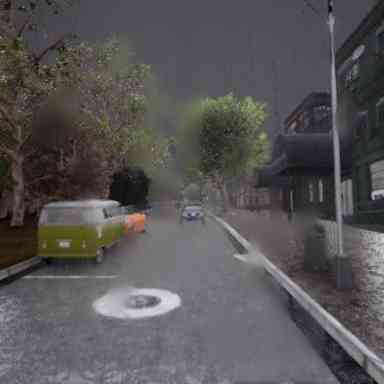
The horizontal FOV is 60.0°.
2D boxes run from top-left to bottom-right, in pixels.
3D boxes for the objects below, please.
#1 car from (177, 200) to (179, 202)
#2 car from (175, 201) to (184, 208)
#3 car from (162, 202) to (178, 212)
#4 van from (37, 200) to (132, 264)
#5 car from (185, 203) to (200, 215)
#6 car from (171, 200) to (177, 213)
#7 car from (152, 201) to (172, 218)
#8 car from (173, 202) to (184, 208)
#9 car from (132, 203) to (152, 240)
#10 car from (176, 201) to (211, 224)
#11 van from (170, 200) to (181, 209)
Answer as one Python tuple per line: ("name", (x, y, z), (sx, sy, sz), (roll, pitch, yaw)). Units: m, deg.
("car", (-3.658, 2.334, 50.723), (2.097, 1.535, 5.008), (0, -1, 2))
("car", (-3.427, 3.265, 90.086), (2.185, 1.767, 4.553), (-1, -1, 2))
("car", (-3.663, 2.530, 56.327), (2.163, 1.488, 4.792), (0, -1, 2))
("van", (-3.653, 1.287, 11.904), (1.878, 1.987, 4.442), (0, 0, 2))
("car", (0.088, 2.147, 42.898), (1.812, 1.442, 4.674), (0, -2, 0))
("car", (-3.650, 2.169, 45.165), (2.097, 1.535, 5.008), (1, -2, 2))
("car", (-3.645, 1.868, 34.060), (2.163, 1.488, 4.792), (1, -2, 2))
("car", (-3.426, 3.259, 84.375), (2.231, 1.521, 4.892), (0, -1, 2))
("car", (-3.660, 1.401, 17.326), (2.185, 1.767, 4.553), (0, 0, 2))
("car", (0.088, 1.657, 25.273), (2.033, 1.411, 5.357), (0, -1, 0))
("van", (-3.647, 2.746, 73.132), (1.878, 1.987, 4.442), (1, -1, 2))
